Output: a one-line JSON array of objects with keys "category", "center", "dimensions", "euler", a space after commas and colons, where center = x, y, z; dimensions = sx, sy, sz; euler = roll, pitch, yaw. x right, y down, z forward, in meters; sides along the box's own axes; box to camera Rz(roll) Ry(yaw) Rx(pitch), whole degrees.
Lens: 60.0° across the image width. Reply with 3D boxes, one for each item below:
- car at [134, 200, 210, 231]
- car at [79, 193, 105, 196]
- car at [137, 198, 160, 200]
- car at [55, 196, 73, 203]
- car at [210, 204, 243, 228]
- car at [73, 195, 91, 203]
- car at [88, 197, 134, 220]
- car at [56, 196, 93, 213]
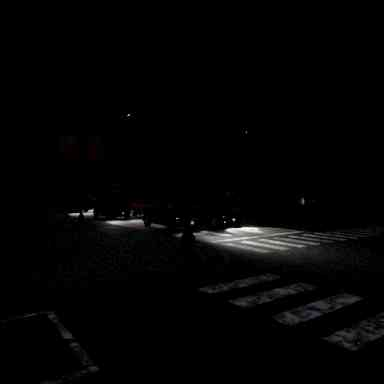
[{"category": "car", "center": [-1.415, 1.469, 20.695], "dimensions": [2.128, 1.511, 4.902], "euler": [0, 0, -36]}, {"category": "car", "center": [-15.095, 1.141, 51.246], "dimensions": [2.150, 2.045, 5.566], "euler": [0, 0, -36]}, {"category": "car", "center": [-3.545, 1.313, 29.238], "dimensions": [2.097, 1.767, 4.553], "euler": [0, 0, -36]}, {"category": "car", "center": [-25.030, 1.439, 65.087], "dimensions": [2.033, 1.411, 5.357], "euler": [0, 0, -36]}, {"category": "car", "center": [1.439, 1.538, 22.291], "dimensions": [1.994, 1.385, 4.181], "euler": [0, 0, -36]}, {"category": "car", "center": [-21.979, 1.367, 66.414], "dimensions": [1.882, 1.535, 5.008], "euler": [0, 0, -36]}, {"category": "car", "center": [-6.903, 1.468, 28.344], "dimensions": [1.837, 1.490, 4.892], "euler": [0, 0, -36]}, {"category": "car", "center": [-13.120, 1.495, 37.003], "dimensions": [2.033, 1.411, 5.357], "euler": [0, 0, -36]}]
